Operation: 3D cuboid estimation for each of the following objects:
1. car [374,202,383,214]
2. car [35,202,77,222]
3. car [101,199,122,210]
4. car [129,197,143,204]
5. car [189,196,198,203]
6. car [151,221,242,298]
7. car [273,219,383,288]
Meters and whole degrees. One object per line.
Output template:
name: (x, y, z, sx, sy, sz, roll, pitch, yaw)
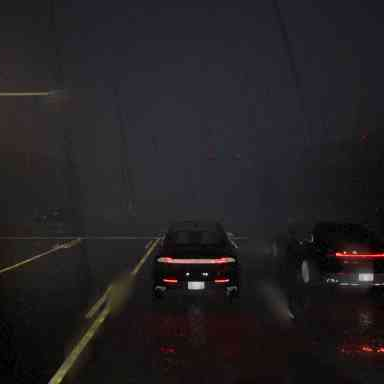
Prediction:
car: (18.114, 1.061, 28.293, 4.902, 1.511, 2.128, -5, 0, 0)
car: (-10.535, 1.525, 26.120, 1.812, 1.442, 4.674, 0, 0, 0)
car: (-10.488, 1.564, 43.804, 1.994, 1.385, 4.181, 0, 0, 0)
car: (-10.403, 1.601, 61.583, 1.895, 1.301, 4.718, 0, 0, 1)
car: (0.270, 1.491, 66.878, 2.128, 1.511, 4.902, 0, 0, 0)
car: (0.097, 1.492, 8.498, 2.128, 1.511, 4.902, 0, 0, 0)
car: (3.602, 1.505, 9.261, 1.837, 1.490, 4.892, 0, 0, 1)
